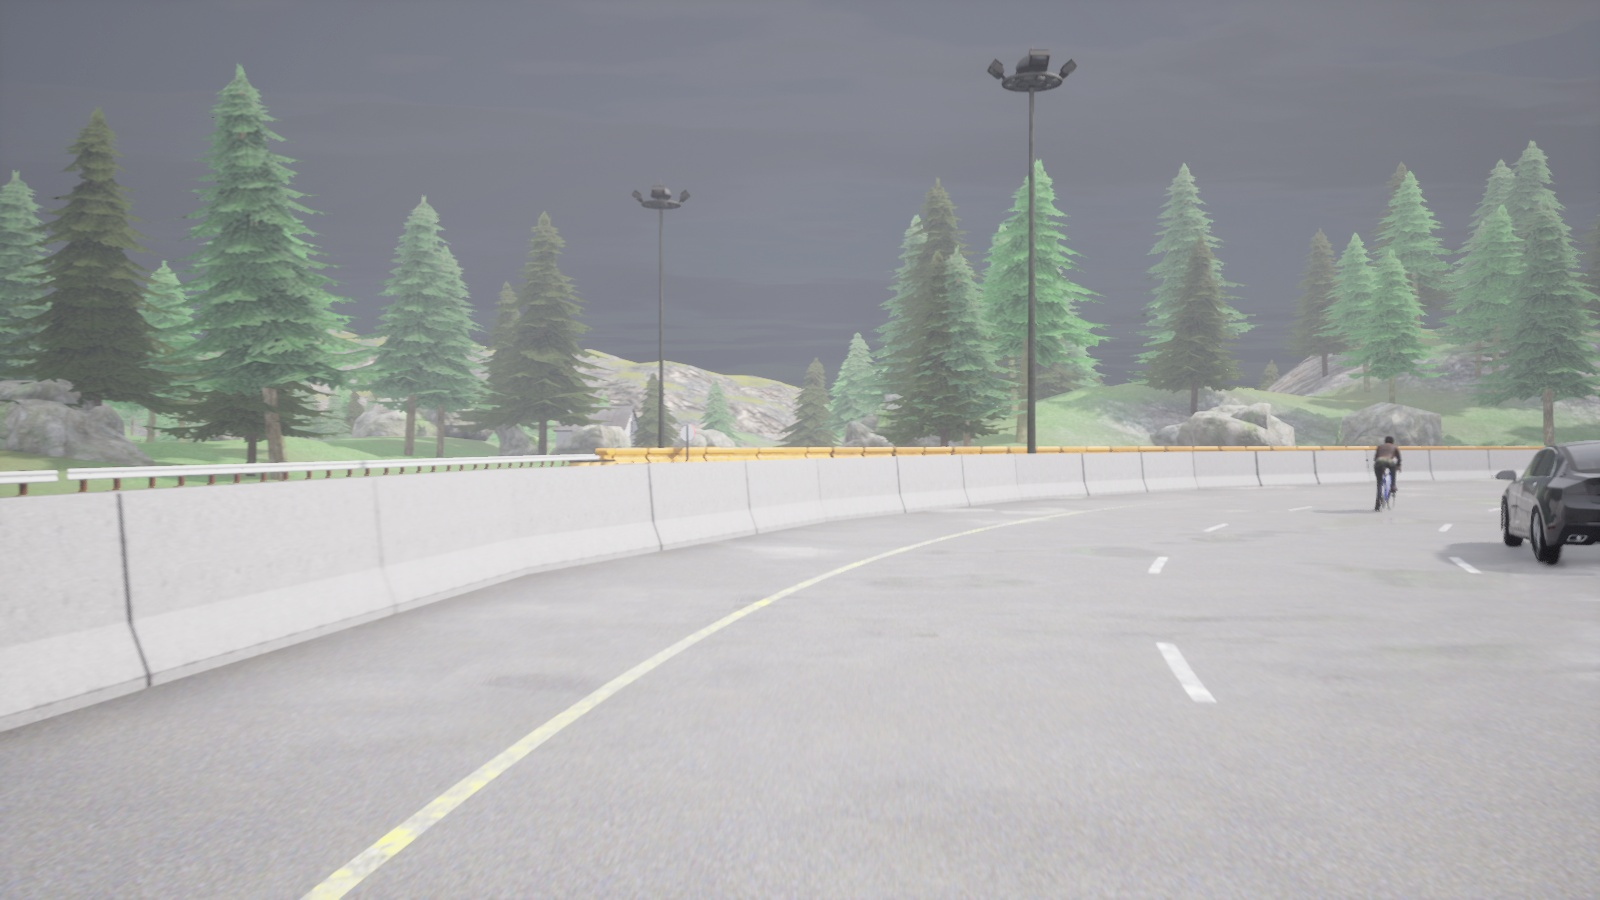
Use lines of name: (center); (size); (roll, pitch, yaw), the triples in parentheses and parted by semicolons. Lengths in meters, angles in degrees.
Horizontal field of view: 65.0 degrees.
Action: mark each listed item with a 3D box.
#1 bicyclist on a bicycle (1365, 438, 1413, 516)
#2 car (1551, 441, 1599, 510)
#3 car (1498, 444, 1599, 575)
bicyclist on a bicycle: (12.598, 0.555, 26.829); (0.582, 1.620, 1.656); (1, 1, 36)
car: (19.487, 0.553, 29.468); (2.128, 1.511, 4.902); (0, 0, 44)
car: (10.483, 0.671, 16.384); (1.837, 1.490, 4.892); (0, 0, 22)
